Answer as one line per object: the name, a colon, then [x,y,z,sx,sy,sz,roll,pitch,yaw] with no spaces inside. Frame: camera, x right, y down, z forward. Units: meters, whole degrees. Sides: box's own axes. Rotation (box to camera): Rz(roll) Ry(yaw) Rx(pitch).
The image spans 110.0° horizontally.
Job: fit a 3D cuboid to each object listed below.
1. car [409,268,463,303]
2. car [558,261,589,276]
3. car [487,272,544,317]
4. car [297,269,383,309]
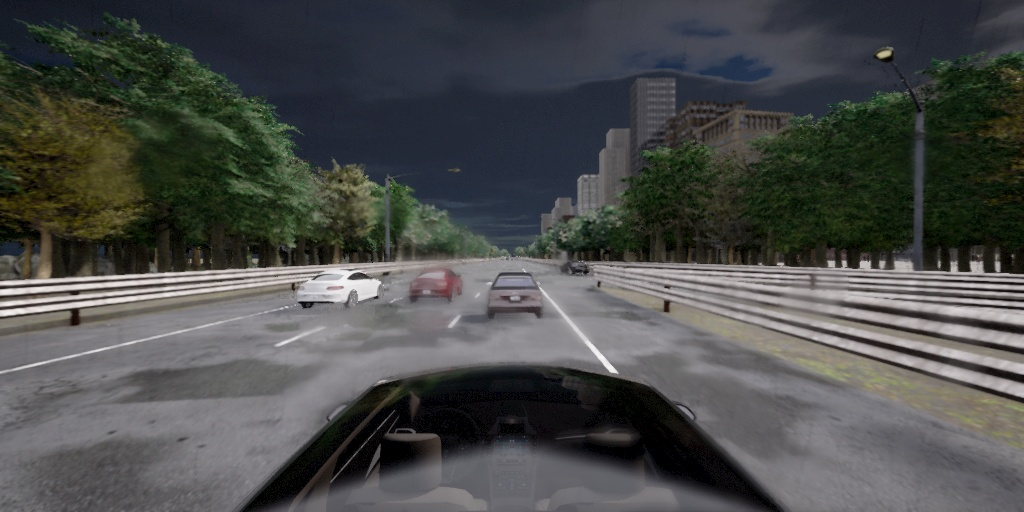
car: [-3.410,1.274,16.614,1.812,1.442,4.674,0,0,0]
car: [6.613,1.312,39.054,1.837,1.490,4.892,-1,0,-16]
car: [0.104,1.296,13.055,2.033,1.411,5.357,0,0,0]
car: [-6.897,1.274,14.808,1.812,1.442,4.674,0,0,0]
